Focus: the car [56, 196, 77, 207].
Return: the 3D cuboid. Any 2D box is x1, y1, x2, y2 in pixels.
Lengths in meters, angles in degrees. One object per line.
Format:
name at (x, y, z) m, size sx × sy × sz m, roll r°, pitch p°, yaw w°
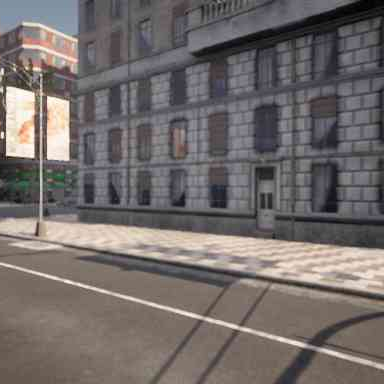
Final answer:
car at (-16.653, 1.314, 46.686) m, size 2.128 × 1.511 × 4.902 m, roll 0°, pitch 0°, yaw 36°
